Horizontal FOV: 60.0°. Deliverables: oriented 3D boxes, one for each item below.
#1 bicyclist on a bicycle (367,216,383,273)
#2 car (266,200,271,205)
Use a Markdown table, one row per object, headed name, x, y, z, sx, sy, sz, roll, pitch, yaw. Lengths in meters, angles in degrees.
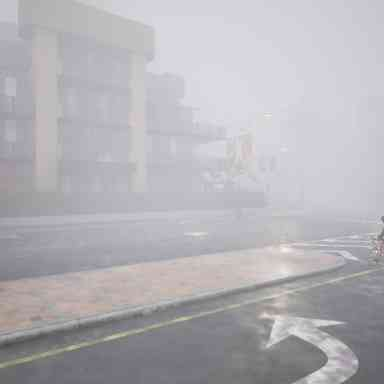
| name | x | y | z | sx | sy | sz | roll | pitch | yaw |
| --- | --- | --- | --- | --- | --- | --- | --- | --- | --- |
| bicyclist on a bicycle | 5.376 | 1.455 | 8.946 | 0.582 | 1.620 | 1.656 | 0 | -2 | -19 |
| car | 10.668 | 1.491 | 54.275 | 2.128 | 1.511 | 4.902 | 0 | 0 | -34 |
